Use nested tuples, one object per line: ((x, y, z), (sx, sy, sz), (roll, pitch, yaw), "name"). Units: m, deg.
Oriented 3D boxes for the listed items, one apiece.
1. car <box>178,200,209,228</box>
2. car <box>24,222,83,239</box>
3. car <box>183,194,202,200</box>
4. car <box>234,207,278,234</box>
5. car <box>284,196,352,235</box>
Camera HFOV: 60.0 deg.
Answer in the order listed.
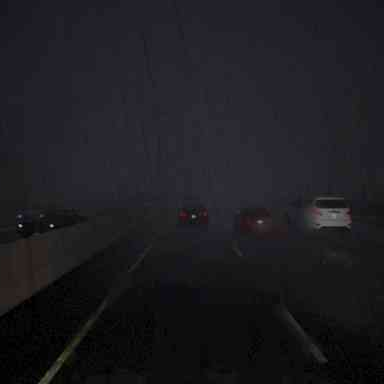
((0.094, 1.527, 22.598), (2.163, 1.488, 4.792), (0, 0, 0), "car")
((-7.105, 1.619, 17.298), (1.895, 1.301, 4.718), (0, 0, 0), "car")
((0.075, 1.264, 42.311), (2.150, 2.045, 5.566), (0, 0, -1), "car")
((3.594, 1.584, 19.311), (1.994, 1.385, 4.181), (0, 0, 0), "car")
((7.083, 1.241, 19.273), (2.150, 2.045, 5.566), (0, 0, 0), "car")
